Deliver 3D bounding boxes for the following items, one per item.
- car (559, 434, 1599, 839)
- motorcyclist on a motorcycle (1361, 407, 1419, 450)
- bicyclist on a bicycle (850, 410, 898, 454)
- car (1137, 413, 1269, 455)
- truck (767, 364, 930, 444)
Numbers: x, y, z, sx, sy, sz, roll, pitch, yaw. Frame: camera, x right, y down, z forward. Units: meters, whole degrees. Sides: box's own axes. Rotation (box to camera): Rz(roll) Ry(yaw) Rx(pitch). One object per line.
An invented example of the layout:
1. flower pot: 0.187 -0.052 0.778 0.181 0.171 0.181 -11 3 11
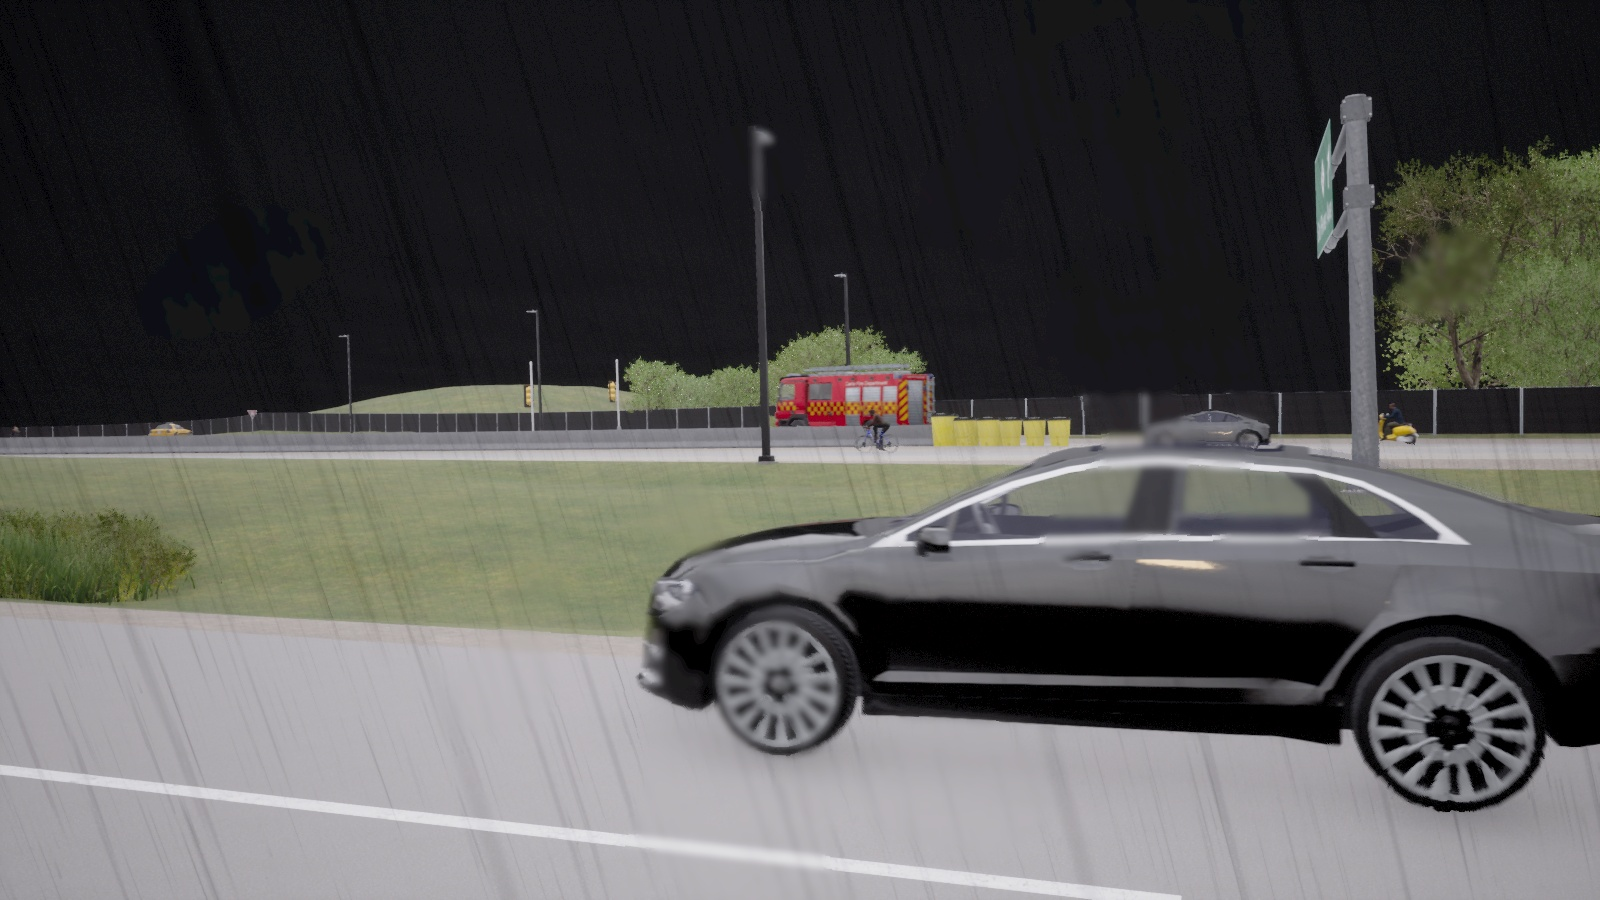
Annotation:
1. car: 1.483 0.688 6.384 4.902 1.511 2.128 0 1 19
2. motorcyclist on a motorcycle: 22.165 -0.800 47.214 1.817 1.590 0.866 1 1 37
3. bicyclist on a bicycle: 2.748 -0.658 46.543 1.656 1.620 0.582 0 1 19
4. car: 13.712 -0.532 42.723 4.181 1.385 1.994 0 1 19
5. truck: 2.373 -2.284 63.985 8.468 3.827 2.891 1 2 43
